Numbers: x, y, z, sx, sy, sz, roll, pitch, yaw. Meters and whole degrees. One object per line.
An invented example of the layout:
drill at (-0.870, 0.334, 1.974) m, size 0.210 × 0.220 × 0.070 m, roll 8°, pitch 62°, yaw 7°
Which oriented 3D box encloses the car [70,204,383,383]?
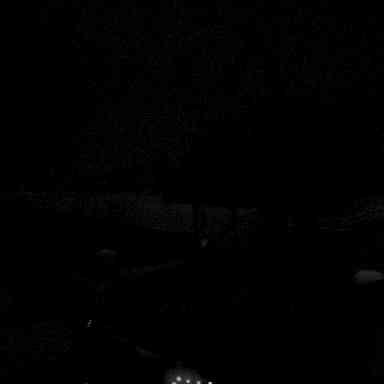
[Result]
car at (1.486, 1.213, 4.131) m, size 5.566 × 2.045 × 2.150 m, roll 0°, pitch 0°, yaw -35°
